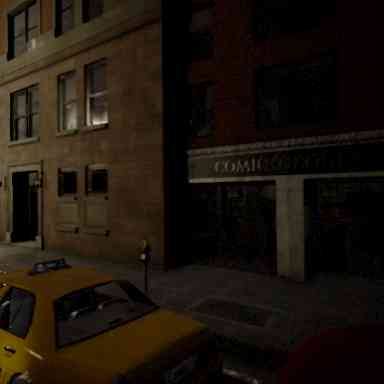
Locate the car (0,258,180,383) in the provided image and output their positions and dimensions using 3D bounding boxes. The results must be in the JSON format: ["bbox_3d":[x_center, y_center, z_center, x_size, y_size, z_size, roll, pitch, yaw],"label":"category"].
[{"bbox_3d":[-1.972,1.537,4.262,4.829,1.417,1.752,0,-1,35],"label":"car"}]

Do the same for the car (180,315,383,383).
[{"bbox_3d":[2.631,1.310,0.983,5.009,1.841,2.192,0,-1,35],"label":"car"}]
